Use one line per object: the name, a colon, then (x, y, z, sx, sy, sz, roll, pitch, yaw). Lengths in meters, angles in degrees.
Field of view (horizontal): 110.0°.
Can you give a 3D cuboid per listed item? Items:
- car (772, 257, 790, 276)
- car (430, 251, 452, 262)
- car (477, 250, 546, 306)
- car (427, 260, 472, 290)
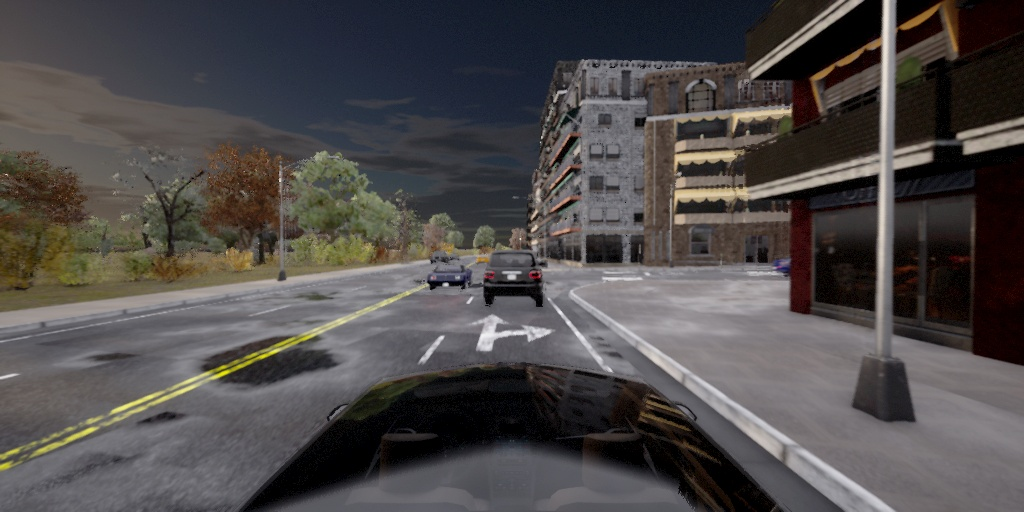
car: (18.556, 0.540, 21.698, 4.674, 1.442, 1.812, -1, 1, 16)
car: (-11.101, 0.210, 55.092, 2.150, 2.045, 5.566, 0, 1, -2)
car: (0.187, 0.777, 14.748, 2.150, 2.045, 5.566, 0, 1, 4)
car: (-3.305, 1.084, 19.899, 1.895, 1.301, 4.718, 0, 1, -1)
